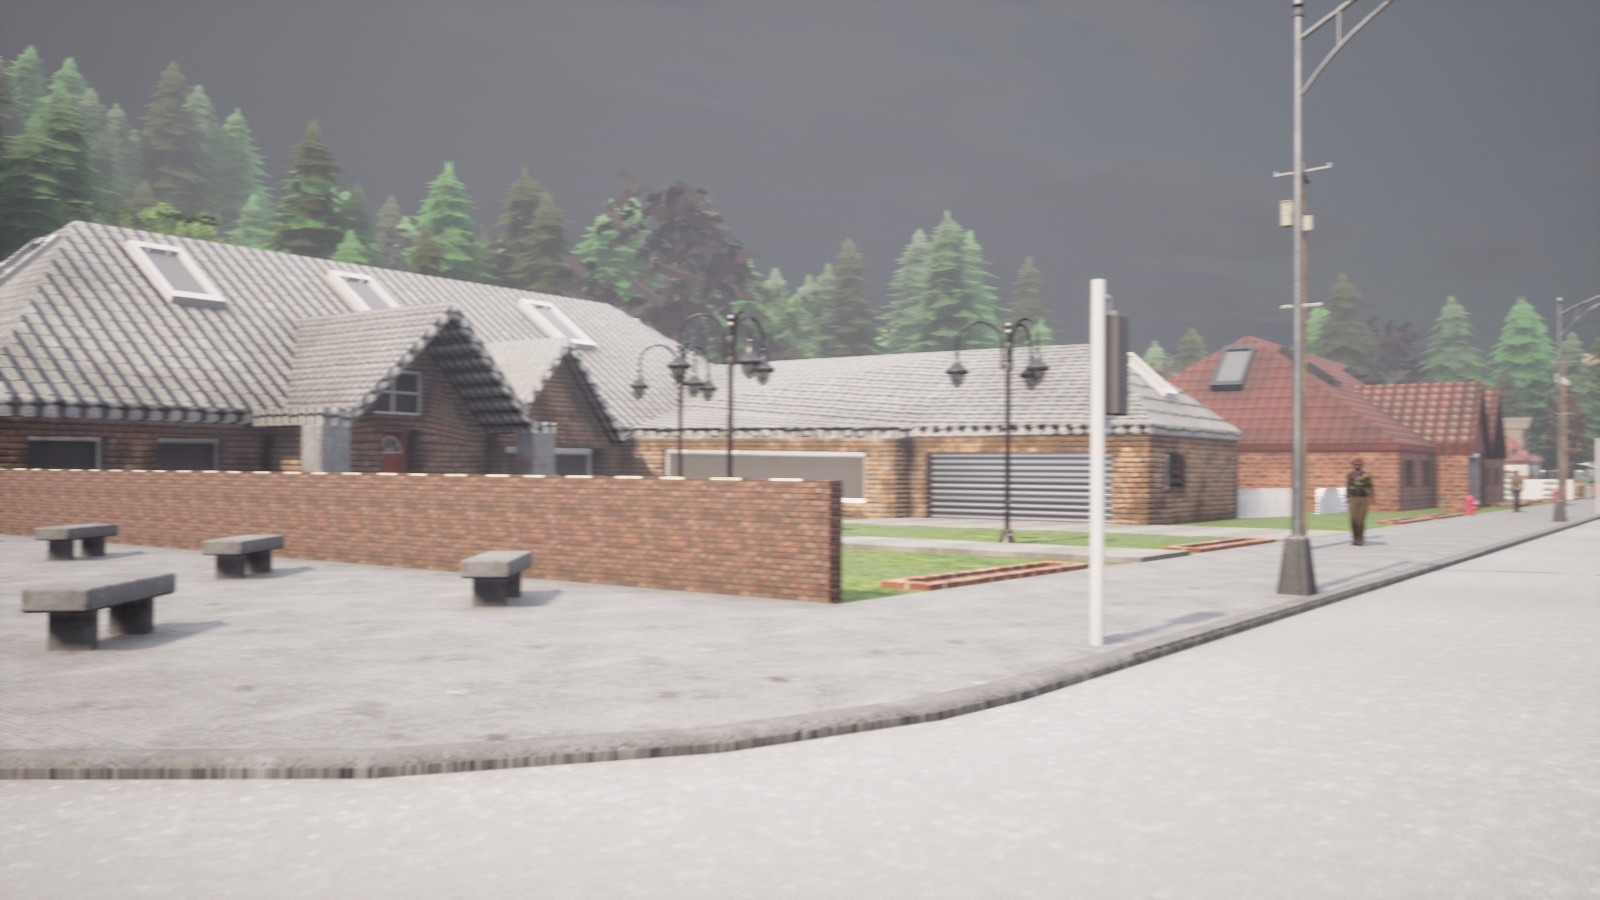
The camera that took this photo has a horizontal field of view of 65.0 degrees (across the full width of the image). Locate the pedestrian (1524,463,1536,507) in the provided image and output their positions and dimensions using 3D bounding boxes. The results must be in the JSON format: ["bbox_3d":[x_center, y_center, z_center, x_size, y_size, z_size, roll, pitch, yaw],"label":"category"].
[{"bbox_3d":[29.967,1.419,51.558,0.328,1.805,0.869,-1,-1,35],"label":"pedestrian"}]

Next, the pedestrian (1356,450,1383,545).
[{"bbox_3d":[11.786,0.974,25.991,0.395,1.930,0.692,-1,-1,34],"label":"pedestrian"}]
